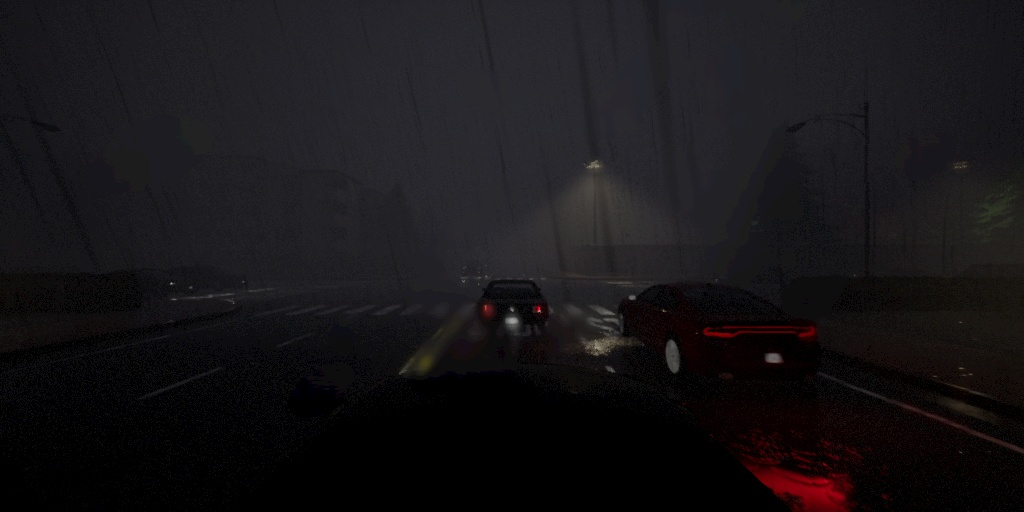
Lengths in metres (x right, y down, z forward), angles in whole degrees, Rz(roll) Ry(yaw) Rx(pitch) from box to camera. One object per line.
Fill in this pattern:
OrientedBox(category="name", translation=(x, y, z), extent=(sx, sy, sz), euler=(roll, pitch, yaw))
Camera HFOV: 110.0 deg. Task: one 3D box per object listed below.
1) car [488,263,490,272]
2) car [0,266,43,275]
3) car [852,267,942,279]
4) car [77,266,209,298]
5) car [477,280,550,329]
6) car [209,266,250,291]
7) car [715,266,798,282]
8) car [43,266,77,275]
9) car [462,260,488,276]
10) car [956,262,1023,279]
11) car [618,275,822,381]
OrientedBox(category="car", translation=(-4.249, 1.326, 50.390), extent=(2.097, 1.767, 4.553), euler=(0, 0, 0))
OrientedBox(category="car", translation=(-28.002, 1.360, 18.603), extent=(4.674, 1.442, 1.812), euler=(0, 0, 0))
OrientedBox(category="car", translation=(27.322, 1.468, 25.624), extent=(4.718, 1.301, 1.895), euler=(0, 0, 1))
OrientedBox(category="car", translation=(-18.997, 1.360, 18.617), extent=(4.674, 1.442, 1.812), euler=(0, 0, 0))
OrientedBox(category="car", translation=(-0.004, 1.399, 11.386), extent=(1.895, 1.301, 4.718), euler=(0, 0, -1))
OrientedBox(category="car", translation=(-19.031, 1.357, 22.172), extent=(4.892, 1.490, 1.837), euler=(0, 0, -2))
OrientedBox(category="car", translation=(17.416, 1.416, 25.706), extent=(5.357, 1.411, 2.033), euler=(0, 0, 0))
OrientedBox(category="car", translation=(-28.193, 1.357, 22.099), extent=(4.892, 1.490, 1.837), euler=(0, 0, 0))
OrientedBox(category="car", translation=(-4.282, 1.277, 40.479), extent=(2.097, 1.767, 4.553), euler=(0, 0, 1))
OrientedBox(category="car", translation=(25.989, 1.184, 18.460), extent=(4.553, 1.767, 2.097), euler=(0, 0, 1))
OrientedBox(category="car", translation=(3.631, 1.256, 7.386), extent=(1.882, 1.535, 5.008), euler=(0, 0, 1))
